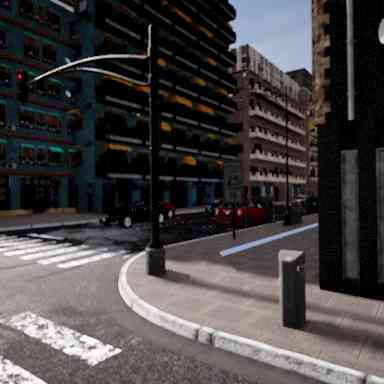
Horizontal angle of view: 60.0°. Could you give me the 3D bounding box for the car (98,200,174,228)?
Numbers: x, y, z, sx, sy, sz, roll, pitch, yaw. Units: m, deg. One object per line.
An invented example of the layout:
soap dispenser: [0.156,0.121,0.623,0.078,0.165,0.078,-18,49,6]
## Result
car: [-3.532,1.313,20.656,1.837,1.490,4.892,-1,0,36]

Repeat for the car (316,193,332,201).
car: [26.189,0.981,65.913,2.008,1.369,4.403,0,0,36]

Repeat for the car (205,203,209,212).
car: [3.513,1.214,30.339,1.837,1.490,4.892,-1,1,36]

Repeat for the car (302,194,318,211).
car: [12.976,1.142,33.499,1.947,1.339,4.313,0,0,36]

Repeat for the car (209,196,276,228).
car: [3.072,1.147,19.692,1.967,1.590,4.097,0,0,36]

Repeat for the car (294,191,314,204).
car: [16.034,1.042,47.406,2.128,1.511,4.902,-1,0,36]

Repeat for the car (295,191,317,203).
car: [19.523,0.827,56.751,2.192,1.841,5.009,0,0,36]
